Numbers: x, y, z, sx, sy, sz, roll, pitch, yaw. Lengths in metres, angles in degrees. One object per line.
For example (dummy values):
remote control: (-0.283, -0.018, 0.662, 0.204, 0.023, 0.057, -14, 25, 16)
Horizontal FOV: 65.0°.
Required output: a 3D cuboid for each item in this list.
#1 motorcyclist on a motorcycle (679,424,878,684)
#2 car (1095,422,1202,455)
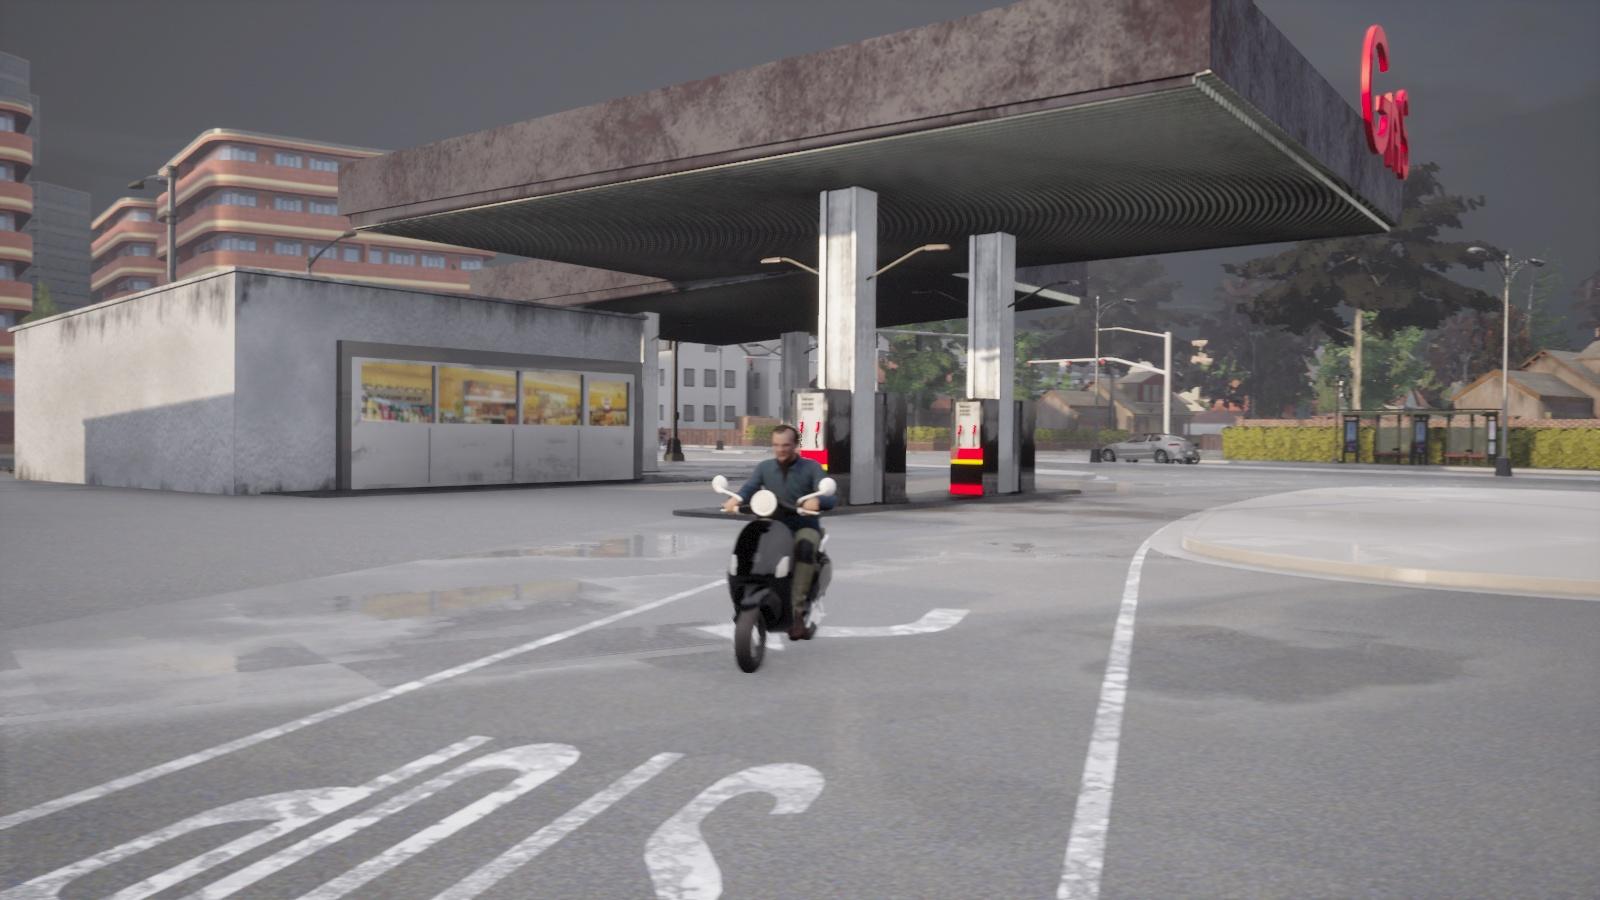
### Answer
motorcyclist on a motorcycle: (-0.086, 0.623, 8.655, 0.866, 1.590, 1.817, 0, 1, 16)
car: (17.854, -0.592, 64.556, 2.152, 1.651, 5.027, -1, 1, -37)
